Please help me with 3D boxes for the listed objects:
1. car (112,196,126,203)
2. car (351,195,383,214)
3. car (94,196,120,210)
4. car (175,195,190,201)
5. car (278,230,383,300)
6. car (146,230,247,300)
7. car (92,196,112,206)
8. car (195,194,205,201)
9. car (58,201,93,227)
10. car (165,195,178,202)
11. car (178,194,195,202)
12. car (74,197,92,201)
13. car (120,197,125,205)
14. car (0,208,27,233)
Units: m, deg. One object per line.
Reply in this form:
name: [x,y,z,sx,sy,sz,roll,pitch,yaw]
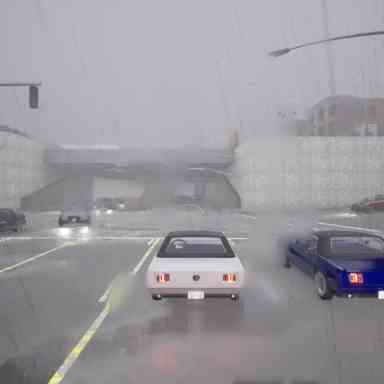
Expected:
car: [-15.214,1.595,69.262,1.895,1.301,4.718,0,0,-1]
car: [15.847,0.973,28.407,4.181,1.385,1.994,-7,0,0]
car: [-11.219,1.526,43.956,1.812,1.442,4.674,0,0,-1]
car: [-2.295,1.478,85.395,1.882,1.535,5.008,0,0,24]
car: [3.591,1.601,8.321,1.895,1.301,4.718,0,0,0]
car: [0.091,1.601,8.315,1.895,1.301,4.718,0,0,0]
car: [-14.986,1.491,55.928,2.128,1.511,4.902,0,0,-1]
car: [1.506,1.355,85.426,2.097,1.767,4.553,0,0,28]
car: [-7.957,1.564,22.827,1.994,1.385,4.181,0,0,-16]
car: [-4.660,1.355,75.532,2.097,1.767,4.553,0,0,6]
car: [-1.159,1.525,75.425,2.128,1.511,4.902,0,0,6]
car: [-14.735,1.492,44.584,2.128,1.511,4.902,0,0,-1]
car: [-11.540,1.563,58.539,1.994,1.385,4.181,0,0,-1]
car: [-10.494,1.547,17.207,2.033,1.411,5.357,0,0,-2]
